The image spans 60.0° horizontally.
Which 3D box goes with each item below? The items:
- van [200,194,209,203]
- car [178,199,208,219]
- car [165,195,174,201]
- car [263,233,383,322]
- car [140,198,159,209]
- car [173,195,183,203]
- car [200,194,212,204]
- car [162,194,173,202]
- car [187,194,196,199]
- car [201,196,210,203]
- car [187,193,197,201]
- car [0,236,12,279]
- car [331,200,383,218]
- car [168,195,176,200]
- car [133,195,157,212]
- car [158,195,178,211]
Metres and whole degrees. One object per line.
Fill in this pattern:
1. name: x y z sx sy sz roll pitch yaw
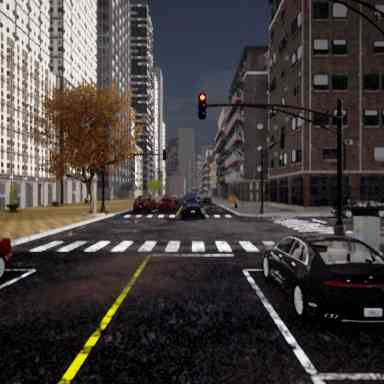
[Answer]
1. van: 2.683 1.346 72.637 1.690 1.788 3.998 0 0 0
2. car: 0.096 1.553 29.020 1.994 1.385 4.181 0 0 0
3. car: -5.698 1.567 83.682 2.008 1.369 4.403 0 0 0
4. car: 2.687 1.546 7.111 2.008 1.369 4.403 0 0 0
5. car: -5.696 1.557 45.022 1.947 1.339 4.313 0 0 0
6. car: -3.005 1.514 72.385 2.128 1.511 4.902 0 0 0
7. car: 2.685 1.563 61.591 1.947 1.339 4.313 0 0 0
8. car: -5.698 1.325 78.159 2.192 1.841 5.009 0 0 0
9. car: -0.006 1.566 69.203 1.994 1.385 4.181 0 0 0
10. car: 2.684 1.526 67.283 1.752 1.417 4.829 0 0 0
11. car: -0.005 1.216 79.213 2.097 1.767 4.553 0 0 0
12. car: -5.693 1.540 7.111 1.887 1.381 4.507 0 0 0
13. car: 13.423 1.329 26.518 4.403 1.369 2.008 -1 1 -1
14. car: -5.698 1.581 94.728 2.008 1.369 4.403 0 0 0
15. car: -5.695 1.305 39.499 2.192 1.841 5.009 0 0 0
16. car: -3.101 1.468 40.838 1.882 1.535 5.008 0 0 0
